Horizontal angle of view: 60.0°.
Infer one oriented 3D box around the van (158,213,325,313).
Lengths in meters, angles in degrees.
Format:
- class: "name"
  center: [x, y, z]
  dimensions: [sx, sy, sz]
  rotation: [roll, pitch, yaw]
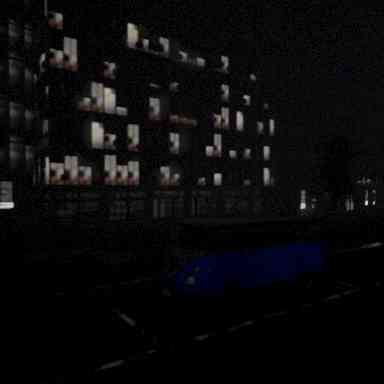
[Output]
- class: "van"
  center: [1.238, 1.392, 7.459]
  dimensions: [3.998, 1.788, 1.690]
  rotation: [1, -1, -35]
